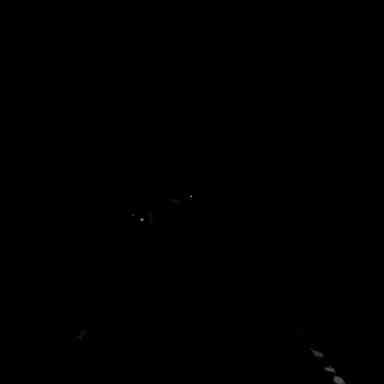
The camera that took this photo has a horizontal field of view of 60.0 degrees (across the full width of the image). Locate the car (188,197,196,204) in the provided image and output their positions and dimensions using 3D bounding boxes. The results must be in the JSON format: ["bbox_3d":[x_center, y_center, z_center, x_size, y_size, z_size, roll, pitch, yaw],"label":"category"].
[{"bbox_3d":[-0.007,1.959,74.652,1.882,1.535,5.008,0,-1,0],"label":"car"}]

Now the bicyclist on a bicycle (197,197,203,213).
[{"bbox_3d":[0.959,1.518,38.388,0.659,1.776,1.843,0,0,0],"label":"bicyclist on a bicycle"}]

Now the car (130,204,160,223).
[{"bbox_3d":[-3.604,1.631,26.640,2.033,1.411,5.357,0,0,0],"label":"car"}]

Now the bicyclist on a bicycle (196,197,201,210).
[{"bbox_3d":[0.958,1.564,46.383,0.659,1.776,1.843,0,0,0],"label":"bicyclist on a bicycle"}]

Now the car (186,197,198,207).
[{"bbox_3d":[0.048,1.771,56.082,1.837,1.490,4.892,0,0,1],"label":"car"}]

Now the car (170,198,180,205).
[{"bbox_3d":[-3.508,1.871,68.125,1.882,1.535,5.008,0,0,0],"label":"car"}]
